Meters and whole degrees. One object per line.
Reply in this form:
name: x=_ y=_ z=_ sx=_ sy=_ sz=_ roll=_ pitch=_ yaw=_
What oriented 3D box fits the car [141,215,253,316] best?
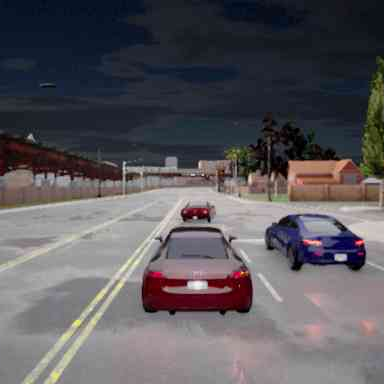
car: x=0.086 y=1.458 z=7.416 sx=1.994 sy=1.385 sz=4.181 roll=0 pitch=1 yaw=0

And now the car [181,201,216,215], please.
car: x=0.594 y=1.278 z=23.011 sx=1.895 sy=1.301 sz=4.718 roll=0 pitch=1 yaw=10

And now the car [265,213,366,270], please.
car: x=3.581 y=1.379 z=10.344 sx=1.812 sy=1.442 sz=4.674 roll=0 pitch=1 yaw=0
